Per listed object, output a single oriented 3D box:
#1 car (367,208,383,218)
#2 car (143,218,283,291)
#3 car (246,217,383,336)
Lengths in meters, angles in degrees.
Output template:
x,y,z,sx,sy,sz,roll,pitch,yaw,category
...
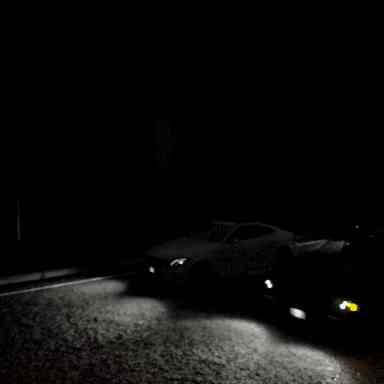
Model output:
x,y,z,sx,sy,sz,roll,pitch,yaw,category
9.566,1.381,15.289,5.357,1.411,2.033,-1,0,-37,car
0.959,1.482,9.030,4.674,1.442,1.812,-1,0,-36,car
3.799,1.480,6.771,5.357,1.411,2.033,-1,0,-36,car
